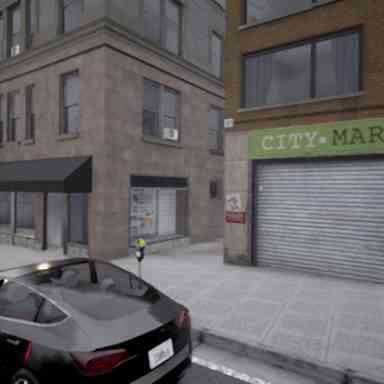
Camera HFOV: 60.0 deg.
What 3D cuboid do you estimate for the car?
[{"bbox_3d":[-1.984,1.564,4.358,4.313,1.339,1.947,0,1,35],"label":"car"}]
